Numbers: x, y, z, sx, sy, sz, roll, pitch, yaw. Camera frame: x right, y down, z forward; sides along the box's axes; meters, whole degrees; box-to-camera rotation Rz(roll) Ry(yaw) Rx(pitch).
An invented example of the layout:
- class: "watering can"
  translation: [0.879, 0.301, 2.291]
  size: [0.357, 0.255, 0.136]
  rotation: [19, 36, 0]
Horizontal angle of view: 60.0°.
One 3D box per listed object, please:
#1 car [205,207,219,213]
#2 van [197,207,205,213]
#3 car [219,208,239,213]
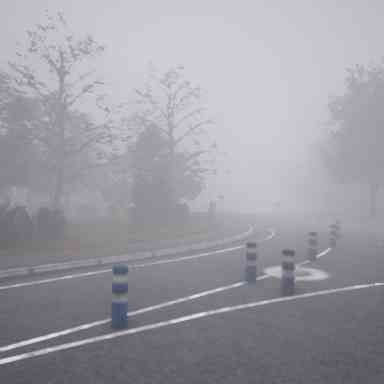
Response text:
- class: "car"
  translation: [5.992, 4.703, 81.861]
  size: [2.163, 1.488, 4.792]
  rotation: [2, -5, -33]
- class: "van"
  translation: [2.891, 4.802, 86.545]
  size: [1.878, 1.987, 4.442]
  rotation: [2, -5, -33]
- class: "car"
  translation: [9.039, 4.368, 77.299]
  size: [2.002, 1.452, 4.674]
  rotation: [4, -6, -33]
